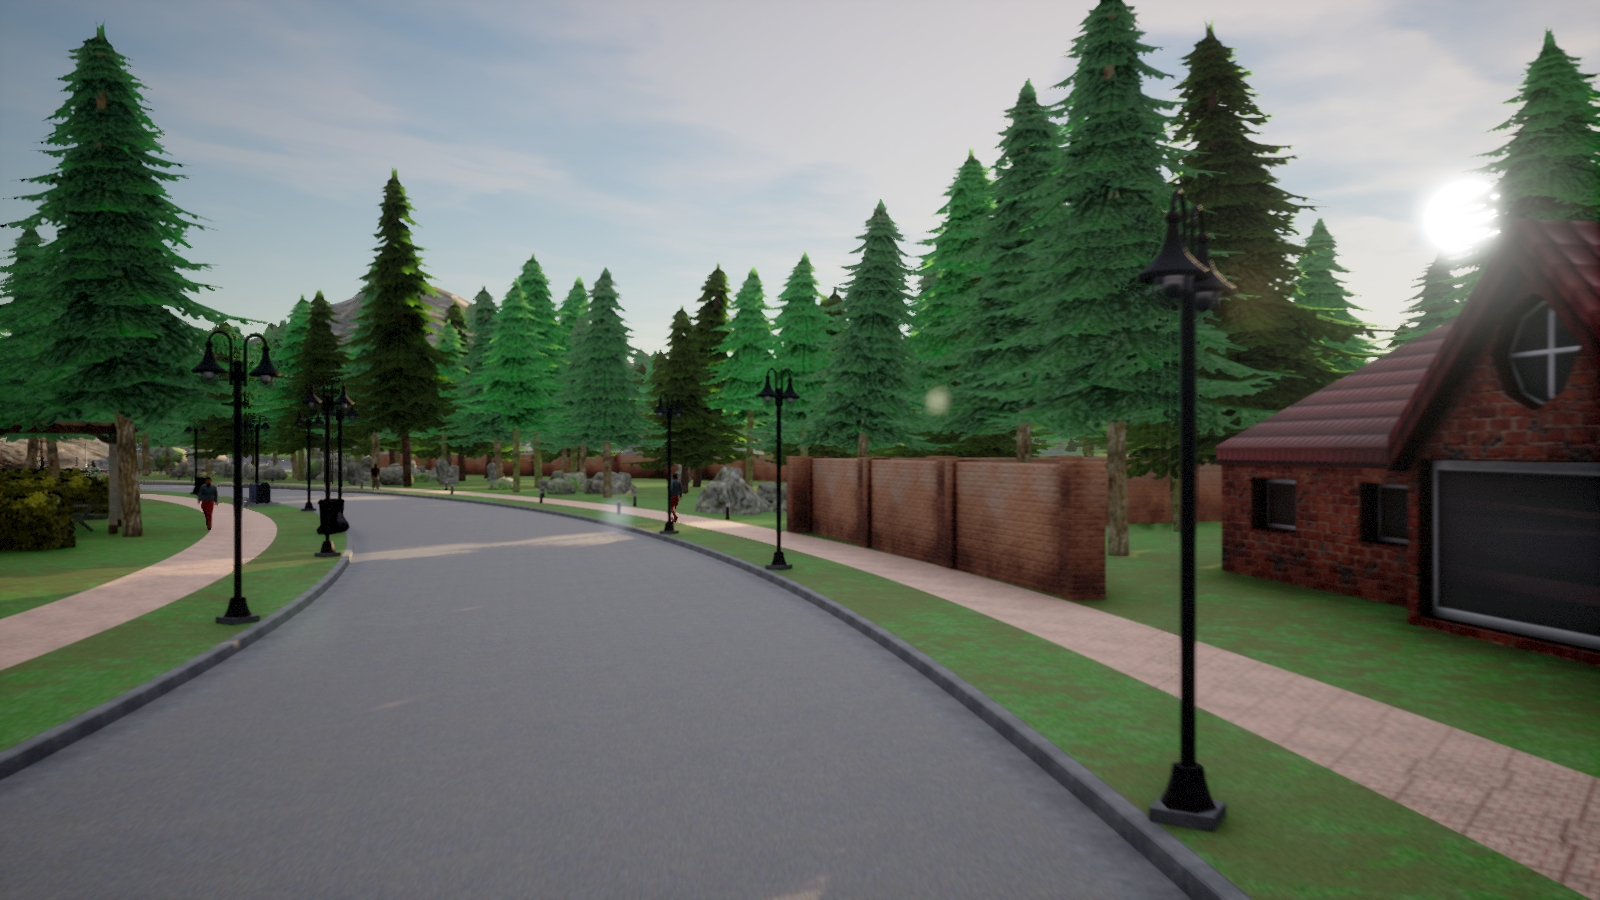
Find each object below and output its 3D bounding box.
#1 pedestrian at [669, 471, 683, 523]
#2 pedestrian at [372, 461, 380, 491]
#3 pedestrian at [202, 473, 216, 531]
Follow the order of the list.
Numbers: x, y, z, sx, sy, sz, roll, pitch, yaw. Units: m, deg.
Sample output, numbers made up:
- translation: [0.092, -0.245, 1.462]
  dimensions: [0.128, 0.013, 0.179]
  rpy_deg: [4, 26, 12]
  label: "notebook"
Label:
- translation: [-4.433, 1.669, 40.875]
  dimensions: [0.375, 1.860, 0.375]
  rpy_deg: [0, 0, -34]
  label: "pedestrian"
- translation: [-27.342, 1.671, 73.646]
  dimensions: [0.375, 1.860, 0.375]
  rpy_deg: [0, 0, -39]
  label: "pedestrian"
- translation: [-19.013, 1.667, 36.762]
  dimensions: [0.375, 1.860, 0.375]
  rpy_deg: [0, 0, -22]
  label: "pedestrian"
